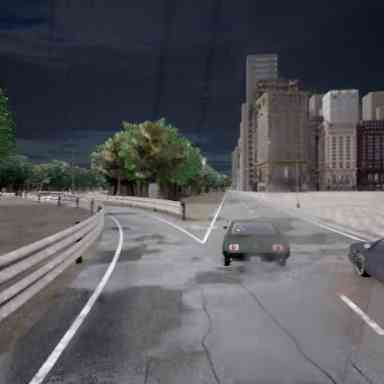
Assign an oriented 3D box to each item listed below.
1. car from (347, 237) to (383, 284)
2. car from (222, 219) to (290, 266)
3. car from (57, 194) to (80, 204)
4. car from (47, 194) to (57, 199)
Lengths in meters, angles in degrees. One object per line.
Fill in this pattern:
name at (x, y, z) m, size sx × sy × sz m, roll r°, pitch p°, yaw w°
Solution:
car at (5.037, 1.511, 6.896) m, size 2.033 × 1.411 × 5.357 m, roll 0°, pitch 0°, yaw 6°
car at (2.006, 1.561, 11.407) m, size 1.895 × 1.301 × 4.718 m, roll 0°, pitch 0°, yaw 6°
car at (-20.347, 1.135, 55.520) m, size 1.837 × 1.490 × 4.892 m, roll -1°, pitch 1°, yaw -39°
car at (-26.640, 0.963, 63.642) m, size 1.895 × 1.301 × 4.718 m, roll -1°, pitch 1°, yaw -33°
